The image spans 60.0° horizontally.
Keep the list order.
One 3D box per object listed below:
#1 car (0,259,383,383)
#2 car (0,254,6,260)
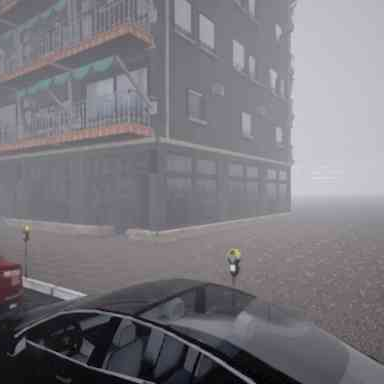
[{"bbox_3d":[-0.485,1.565,3.216,4.313,1.339,1.947,0,0,35],"label":"car"},{"bbox_3d":[-5.080,1.540,6.480,4.507,1.381,1.887,0,0,35],"label":"car"}]
